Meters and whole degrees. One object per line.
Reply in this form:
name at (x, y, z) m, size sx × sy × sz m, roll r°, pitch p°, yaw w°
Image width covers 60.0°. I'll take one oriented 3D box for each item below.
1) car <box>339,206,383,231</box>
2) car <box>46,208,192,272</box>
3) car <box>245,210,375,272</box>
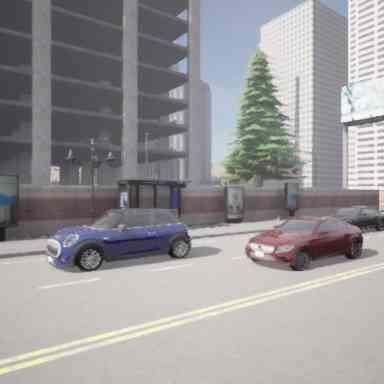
car at (9.291, 1.533, 19.078) m, size 4.674 × 1.442 × 1.812 m, roll 0°, pitch 0°, yaw -35°
car at (-2.289, 1.353, 10.952) m, size 4.553 × 1.767 × 2.097 m, roll 0°, pitch 0°, yaw -35°
car at (3.858, 1.530, 11.005) m, size 4.674 × 1.442 × 1.812 m, roll 0°, pitch 0°, yaw -35°
